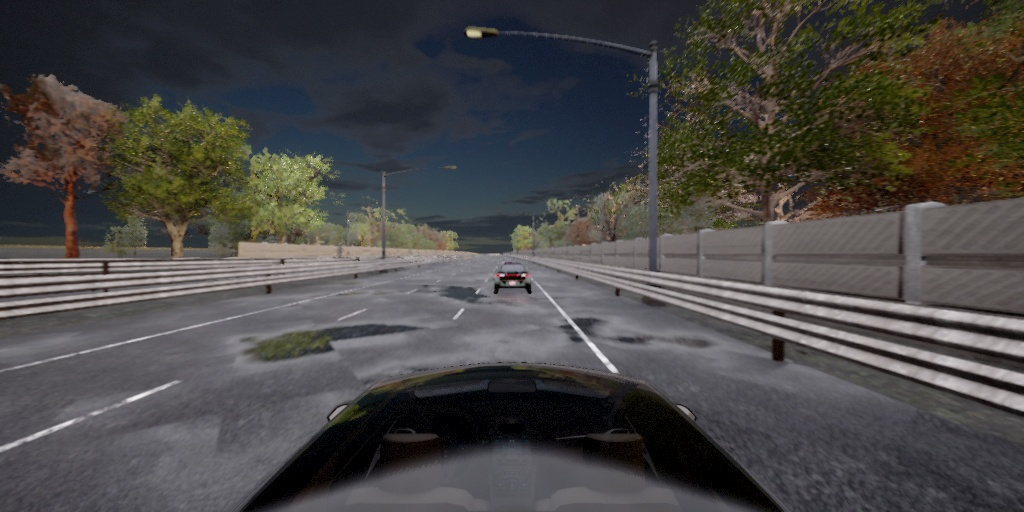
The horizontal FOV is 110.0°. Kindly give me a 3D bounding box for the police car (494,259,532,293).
[{"bbox_3d":[0.021,1.127,19.918,2.038,1.542,4.974,0,0,0],"label":"police car"}]
